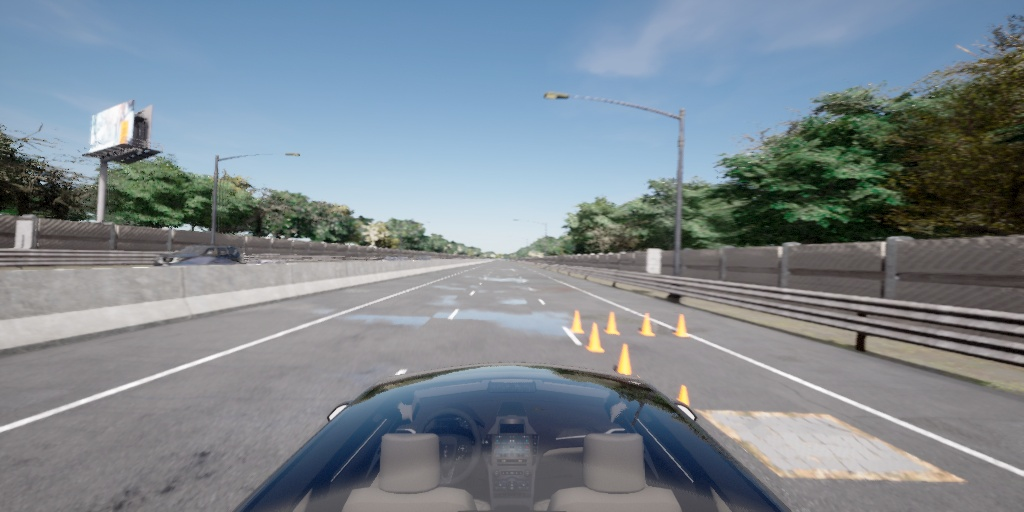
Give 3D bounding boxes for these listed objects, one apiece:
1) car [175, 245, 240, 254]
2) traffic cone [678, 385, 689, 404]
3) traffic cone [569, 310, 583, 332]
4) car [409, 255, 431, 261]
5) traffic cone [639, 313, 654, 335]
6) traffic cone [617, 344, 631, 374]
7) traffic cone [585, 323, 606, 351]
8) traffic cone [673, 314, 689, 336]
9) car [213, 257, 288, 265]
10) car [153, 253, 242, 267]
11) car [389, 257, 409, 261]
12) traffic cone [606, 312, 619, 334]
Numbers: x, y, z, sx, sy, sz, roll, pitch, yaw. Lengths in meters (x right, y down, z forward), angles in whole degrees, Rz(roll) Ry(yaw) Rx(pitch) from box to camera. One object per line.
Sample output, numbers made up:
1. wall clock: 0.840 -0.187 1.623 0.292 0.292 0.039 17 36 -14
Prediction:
1. car: -21.595 0.245 25.079 2.150 2.045 5.566 2 0 -1
2. traffic cone: 1.970 1.801 4.157 0.340 0.580 0.340 0 0 -1
3. traffic cone: 1.821 1.833 10.155 0.340 0.580 0.340 0 0 -1
4. car: -15.442 0.808 61.908 2.150 2.045 5.566 2 0 -1
5. traffic cone: 3.818 1.915 10.204 0.340 0.580 0.340 0 0 -1
6. traffic cone: 1.920 1.811 6.156 0.340 0.580 0.340 0 0 -1
7. traffic cone: 1.870 1.822 8.155 0.340 0.580 0.340 0 0 -1
8. traffic cone: 4.817 1.956 10.228 0.340 0.580 0.340 0 0 -1
9. car: -14.517 0.884 20.982 1.895 1.301 4.718 2 0 -1
10. car: -18.013 0.707 21.198 1.994 1.385 4.181 2 -1 -1
11. car: -18.951 0.940 61.848 2.128 1.511 4.902 2 -1 -1
12. traffic cone: 2.819 1.874 10.179 0.340 0.580 0.340 0 0 -1
